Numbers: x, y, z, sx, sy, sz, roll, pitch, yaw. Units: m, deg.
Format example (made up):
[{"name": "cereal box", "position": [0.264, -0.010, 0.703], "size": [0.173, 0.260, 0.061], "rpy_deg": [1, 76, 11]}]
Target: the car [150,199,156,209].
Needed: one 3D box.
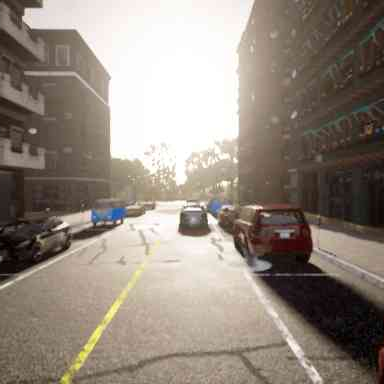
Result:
[{"name": "car", "position": [-5.802, 1.631, 45.043], "size": [1.802, 1.307, 4.206], "rpy_deg": [-1, 0, 0]}]

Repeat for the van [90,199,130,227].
[{"name": "van", "position": [-5.708, 1.368, 22.953], "size": [1.690, 1.788, 3.998], "rpy_deg": [-1, 0, 0]}]

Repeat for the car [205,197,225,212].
[{"name": "car", "position": [2.672, 1.485, 39.574], "size": [1.967, 1.590, 4.097], "rpy_deg": [-1, 0, 0]}]

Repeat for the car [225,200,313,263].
[{"name": "car", "position": [2.672, 1.330, 11.953], "size": [2.192, 1.841, 5.009], "rpy_deg": [-1, 0, 0]}]

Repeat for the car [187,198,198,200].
[{"name": "car", "position": [0.098, 1.524, 41.937], "size": [1.882, 1.535, 5.008], "rpy_deg": [0, 0, 0]}]

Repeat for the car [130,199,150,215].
[{"name": "car", "position": [-5.705, 1.564, 33.831], "size": [1.752, 1.417, 4.829], "rpy_deg": [-1, 0, 0]}]

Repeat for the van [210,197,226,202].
[{"name": "van", "position": [2.671, 1.380, 34.050], "size": [1.690, 1.788, 3.998], "rpy_deg": [-1, 0, 0]}]

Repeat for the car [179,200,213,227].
[{"name": "car", "position": [0.099, 1.517, 23.142], "size": [2.128, 1.511, 4.902], "rpy_deg": [0, 0, 0]}]

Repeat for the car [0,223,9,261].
[{"name": "car", "position": [-5.704, 1.533, 6.210], "size": [1.752, 1.417, 4.829], "rpy_deg": [-1, 0, 0]}]

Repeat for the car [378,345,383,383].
[{"name": "car", "position": [2.672, 1.317, 0.904], "size": [2.192, 1.841, 5.009], "rpy_deg": [-1, 0, 0]}]

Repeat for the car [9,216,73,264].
[{"name": "car", "position": [-5.703, 1.580, 11.904], "size": [1.947, 1.339, 4.313], "rpy_deg": [-1, 0, 0]}]

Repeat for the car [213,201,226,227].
[{"name": "car", "position": [2.675, 1.573, 23.001], "size": [1.887, 1.381, 4.507], "rpy_deg": [-1, 0, 0]}]
